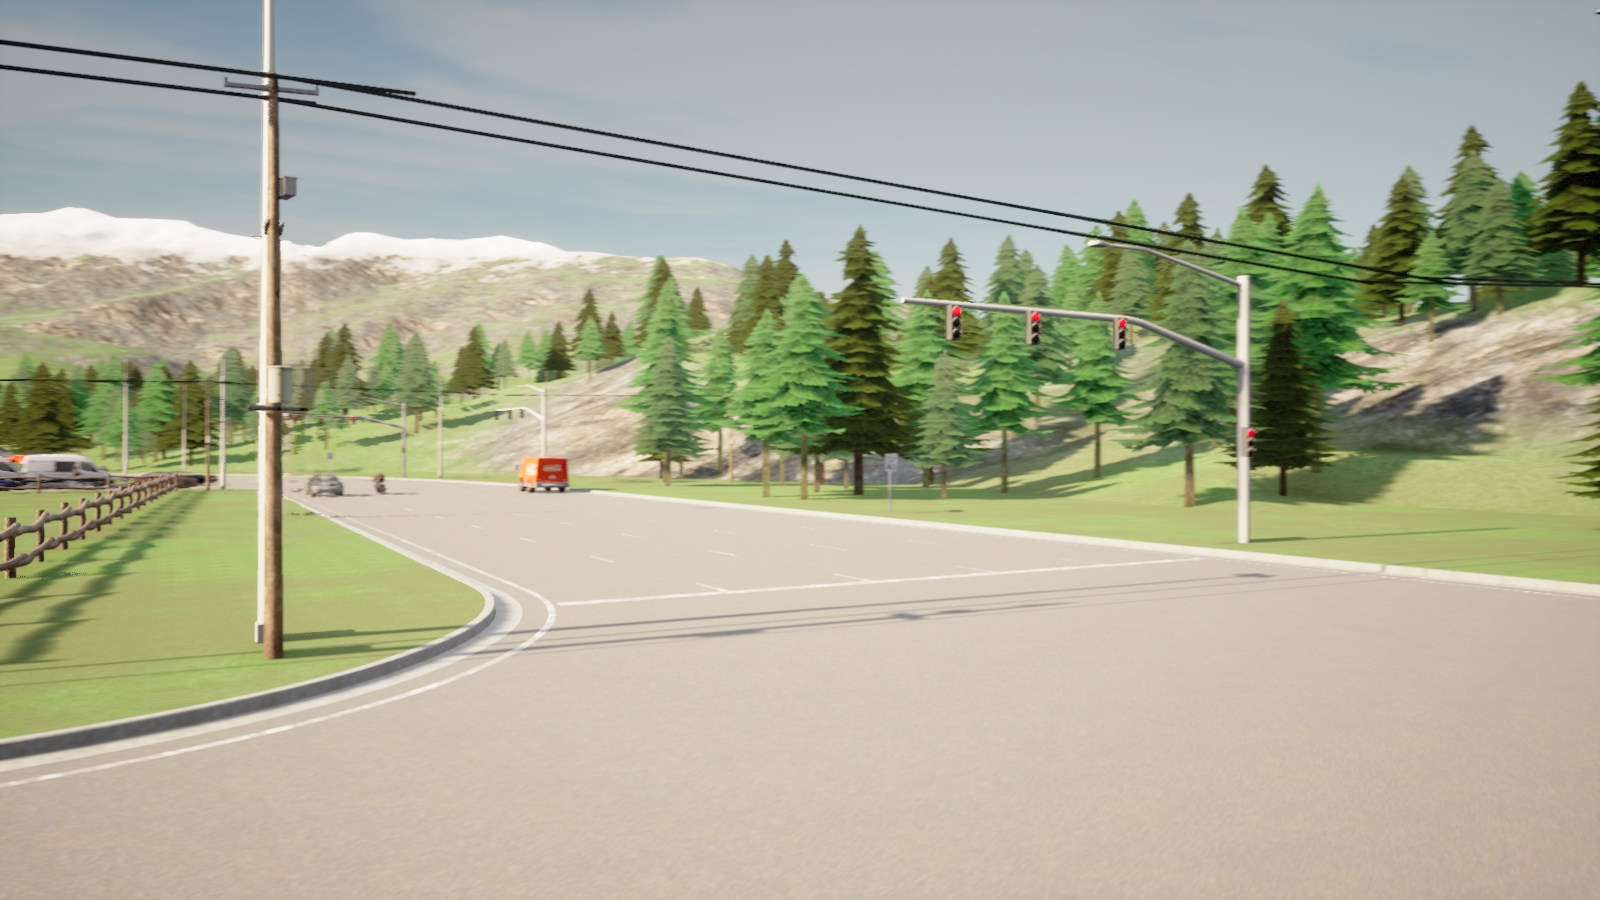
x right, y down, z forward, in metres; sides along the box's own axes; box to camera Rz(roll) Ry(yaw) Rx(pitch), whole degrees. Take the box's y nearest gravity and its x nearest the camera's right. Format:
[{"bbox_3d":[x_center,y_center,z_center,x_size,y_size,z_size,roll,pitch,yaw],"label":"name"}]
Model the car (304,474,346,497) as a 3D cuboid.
[{"bbox_3d":[-30.371,2.244,72.987,1.994,1.385,4.181,0,0,-29],"label":"car"}]
